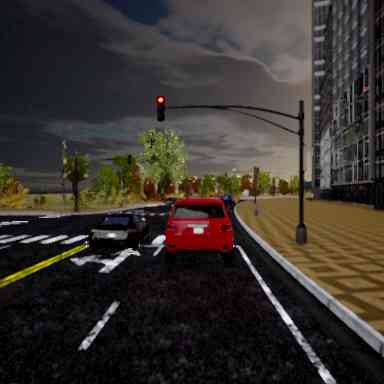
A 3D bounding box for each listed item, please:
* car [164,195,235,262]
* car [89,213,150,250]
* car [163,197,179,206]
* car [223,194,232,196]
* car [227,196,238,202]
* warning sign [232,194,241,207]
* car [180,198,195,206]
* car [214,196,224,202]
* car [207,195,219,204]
[{"bbox_3d":[0.329,1.264,12.544,2.150,2.045,5.566,0,-1,3],"label":"car"},{"bbox_3d":[-3.030,1.617,14.586,1.994,1.385,4.181,0,0,0],"label":"car"},{"bbox_3d":[-3.929,1.757,63.224,1.812,1.442,4.674,0,0,11],"label":"car"},{"bbox_3d":[7.735,1.493,72.084,2.150,2.045,5.566,0,0,12],"label":"car"},{"bbox_3d":[10.064,1.708,82.431,2.128,1.511,4.902,0,0,14],"label":"car"},{"bbox_3d":[6.759,1.303,50.495,1.300,1.860,1.060,0,0,8],"label":"warning sign"},{"bbox_3d":[-0.883,1.792,61.913,1.994,1.385,4.181,0,0,11],"label":"car"},{"bbox_3d":[6.802,1.688,82.771,1.812,1.442,4.674,0,0,14],"label":"car"},{"bbox_3d":[4.618,1.624,73.048,2.097,1.767,4.553,0,0,12],"label":"car"}]
